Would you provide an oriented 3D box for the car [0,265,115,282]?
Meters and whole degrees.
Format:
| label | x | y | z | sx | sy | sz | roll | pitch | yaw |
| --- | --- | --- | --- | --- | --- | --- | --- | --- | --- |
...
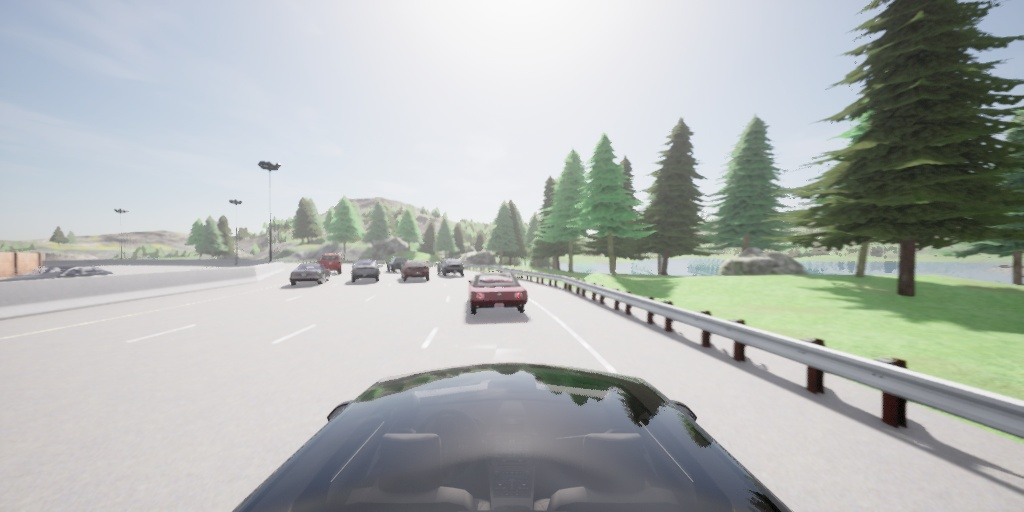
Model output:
| label | x | y | z | sx | sy | sz | roll | pitch | yaw |
| --- | --- | --- | --- | --- | --- | --- | --- | --- | --- |
| car | -23.237 | 1.261 | 18.484 | 2.128 | 1.511 | 4.902 | 0 | 1 | -14 |

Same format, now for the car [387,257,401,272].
| label | x | y | z | sx | sy | sz | roll | pitch | yaw |
| --- | --- | --- | --- | --- | --- | --- | --- | --- | --- |
| car | -12.974 | 0.884 | 41.077 | 2.097 | 1.767 | 4.553 | -1 | 0 | -27 |

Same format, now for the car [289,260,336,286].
| label | x | y | z | sx | sy | sz | roll | pitch | yaw |
| --- | --- | --- | --- | --- | --- | --- | --- | --- | --- |
| car | -13.868 | 1.210 | 24.810 | 2.033 | 1.411 | 5.357 | -1 | 0 | -20 |

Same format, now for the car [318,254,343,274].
| label | x | y | z | sx | sy | sz | roll | pitch | yaw |
| --- | --- | --- | --- | --- | --- | --- | --- | --- | --- |
| car | -19.274 | 0.819 | 38.050 | 2.150 | 2.045 | 5.566 | -1 | 1 | -27 |

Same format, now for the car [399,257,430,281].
| label | x | y | z | sx | sy | sz | roll | pitch | yaw |
| --- | --- | --- | --- | --- | --- | --- | --- | --- | --- |
| car | -7.606 | 1.075 | 28.146 | 1.882 | 1.535 | 5.008 | -1 | 0 | -19 |

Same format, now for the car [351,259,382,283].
| label | x | y | z | sx | sy | sz | roll | pitch | yaw |
| --- | --- | --- | --- | --- | --- | --- | --- | --- | --- |
| car | -10.908 | 1.118 | 26.952 | 2.128 | 1.511 | 4.902 | -1 | 0 | -20 |

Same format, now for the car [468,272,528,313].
| label | x | y | z | sx | sy | sz | roll | pitch | yaw |
| --- | --- | --- | --- | --- | --- | --- | --- | --- | --- |
| car | -0.714 | 1.265 | 13.535 | 1.895 | 1.301 | 4.718 | 0 | 0 | -8 |

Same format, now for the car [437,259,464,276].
| label | x | y | z | sx | sy | sz | roll | pitch | yaw |
| --- | --- | --- | --- | --- | --- | --- | --- | --- | --- |
| car | -5.778 | 1.052 | 33.392 | 1.837 | 1.490 | 4.892 | 0 | 1 | -21 |
